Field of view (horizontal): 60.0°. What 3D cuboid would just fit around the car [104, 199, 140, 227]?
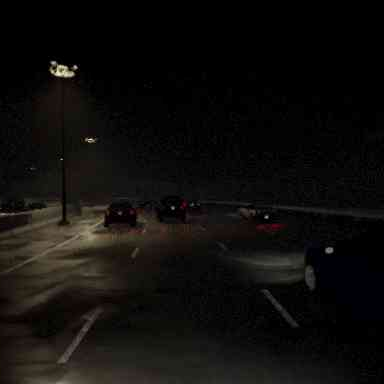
[{"bbox_3d":[-5.140,1.472,24.377,2.097,1.767,4.553,-1,0,-8],"label":"car"}]

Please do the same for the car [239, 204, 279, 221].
[{"bbox_3d":[5.272,1.596,27.103,1.895,1.301,4.718,-1,0,-8],"label":"car"}]

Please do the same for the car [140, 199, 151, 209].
[{"bbox_3d":[-7.033,1.727,49.405,1.812,1.442,4.674,0,0,-17],"label":"car"}]

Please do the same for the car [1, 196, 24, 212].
[{"bbox_3d":[-24.391,1.627,45.556,2.150,2.045,5.566,-1,0,-16],"label":"car"}]

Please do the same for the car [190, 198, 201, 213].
[{"bbox_3d":[-0.490,1.443,37.757,2.097,1.767,4.553,-1,0,-13],"label":"car"}]

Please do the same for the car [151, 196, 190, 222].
[{"bbox_3d":[-1.922,1.310,27.703,2.150,2.045,5.566,0,0,-10],"label":"car"}]

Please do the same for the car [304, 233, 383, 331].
[{"bbox_3d":[3.613,1.445,5.803,1.882,1.535,5.008,0,0,-2],"label":"car"}]

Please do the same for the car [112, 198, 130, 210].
[{"bbox_3d":[-10.415,1.734,48.484,2.128,1.511,4.902,0,0,-17],"label":"car"}]

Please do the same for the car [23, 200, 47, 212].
[{"bbox_3d":[-20.051,1.915,43.100,1.994,1.385,4.181,-1,0,-15],"label":"car"}]
